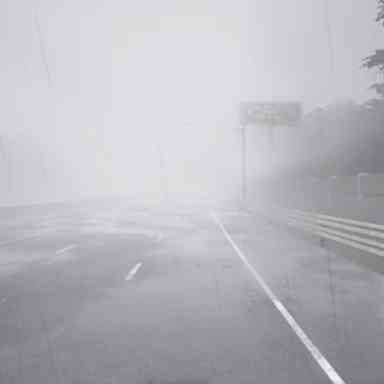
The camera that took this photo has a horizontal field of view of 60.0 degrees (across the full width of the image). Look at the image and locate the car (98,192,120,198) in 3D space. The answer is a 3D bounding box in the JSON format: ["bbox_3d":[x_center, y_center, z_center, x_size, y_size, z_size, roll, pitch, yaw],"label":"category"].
[{"bbox_3d":[-15.763,1.210,63.555,1.895,1.301,4.718,0,1,3],"label":"car"}]

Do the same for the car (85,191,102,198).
[{"bbox_3d":[-22.099,0.565,75.013,2.128,1.511,4.902,0,2,3],"label":"car"}]

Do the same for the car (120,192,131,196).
[{"bbox_3d":[-15.115,0.642,74.534,1.895,1.301,4.718,0,2,3],"label":"car"}]

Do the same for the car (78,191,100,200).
[{"bbox_3d":[-19.263,1.117,63.666,2.128,1.511,4.902,0,1,3],"label":"car"}]

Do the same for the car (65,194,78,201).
[{"bbox_3d":[-22.759,1.161,63.785,1.994,1.385,4.181,0,1,3],"label":"car"}]
